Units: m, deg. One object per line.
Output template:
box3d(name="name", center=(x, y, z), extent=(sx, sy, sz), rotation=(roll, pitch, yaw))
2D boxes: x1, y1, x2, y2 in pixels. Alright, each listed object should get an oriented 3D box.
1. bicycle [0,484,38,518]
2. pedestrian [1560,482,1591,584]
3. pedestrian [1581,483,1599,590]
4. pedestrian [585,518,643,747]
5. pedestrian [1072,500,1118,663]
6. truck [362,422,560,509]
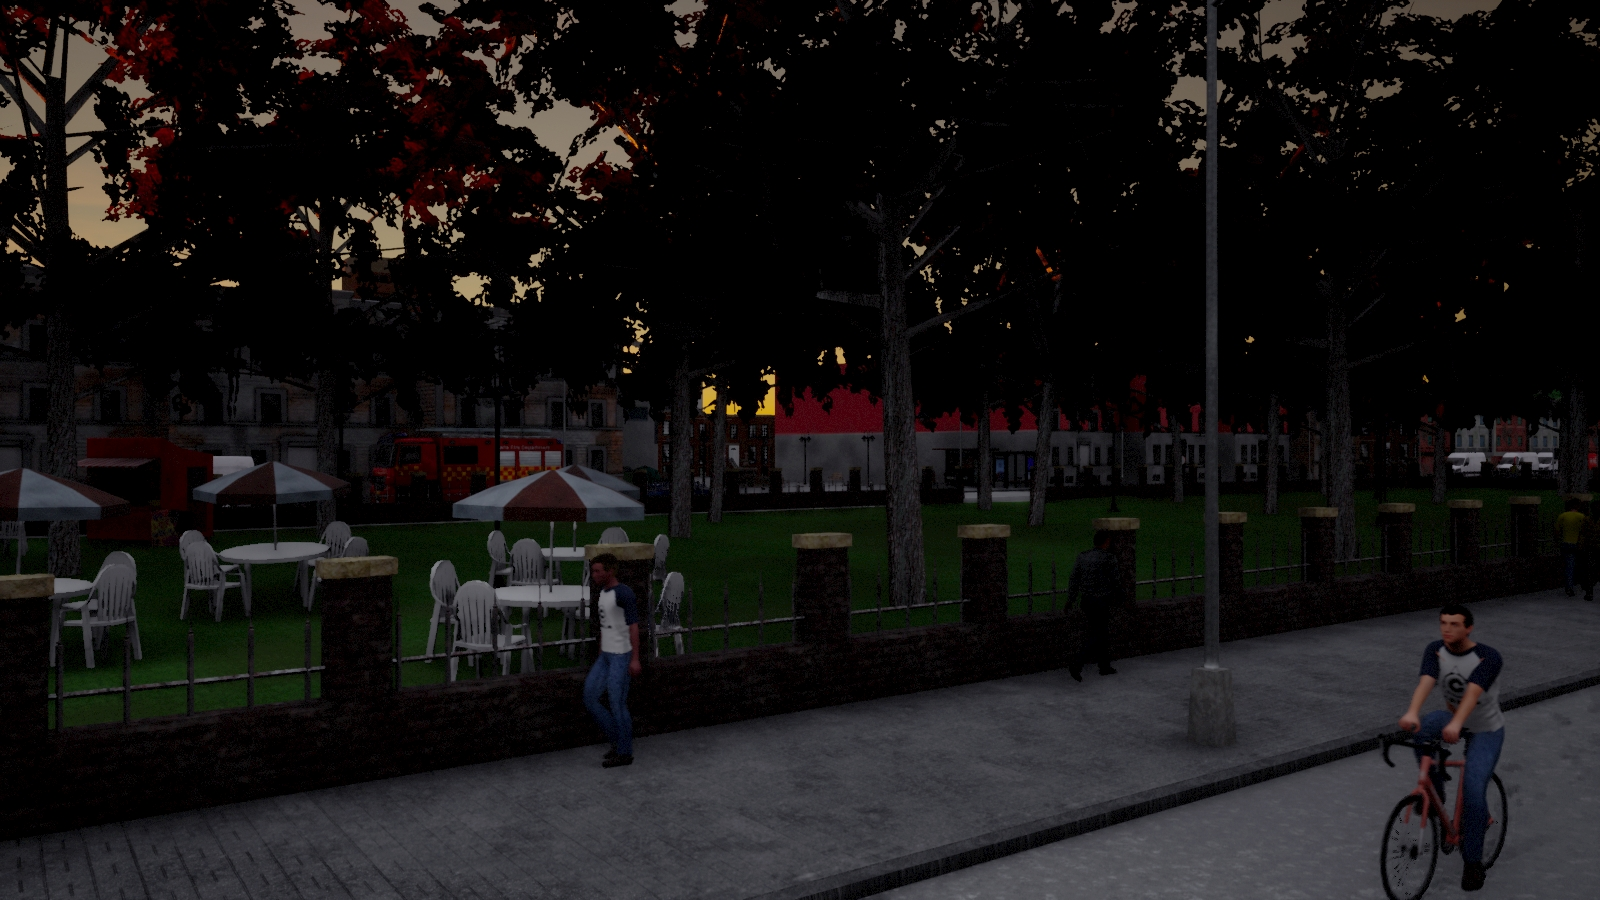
box3d(name="bicycle", center=(-30.089, 1.940, 43.427), extent=(1.835, 1.271, 0.329), rotation=(0, 0, -36))
box3d(name="pedestrian", center=(14.340, 1.526, 21.133), extent=(0.375, 1.860, 0.375), rotation=(0, 0, -38))
box3d(name="pedestrian", center=(14.074, 1.525, 20.174), extent=(0.375, 1.860, 0.375), rotation=(0, 0, -40))
box3d(name="pedestrian", center=(-1.581, 1.525, 9.712), extent=(0.375, 1.860, 0.375), rotation=(0, 0, -30))
box3d(name="pedestrian", center=(3.463, 1.525, 13.411), extent=(0.375, 1.860, 0.375), rotation=(0, 0, -35))
box3d(name="truck", center=(-15.884, 0.671, 53.854), extent=(8.468, 3.827, 2.891), rotation=(0, 0, -35))
